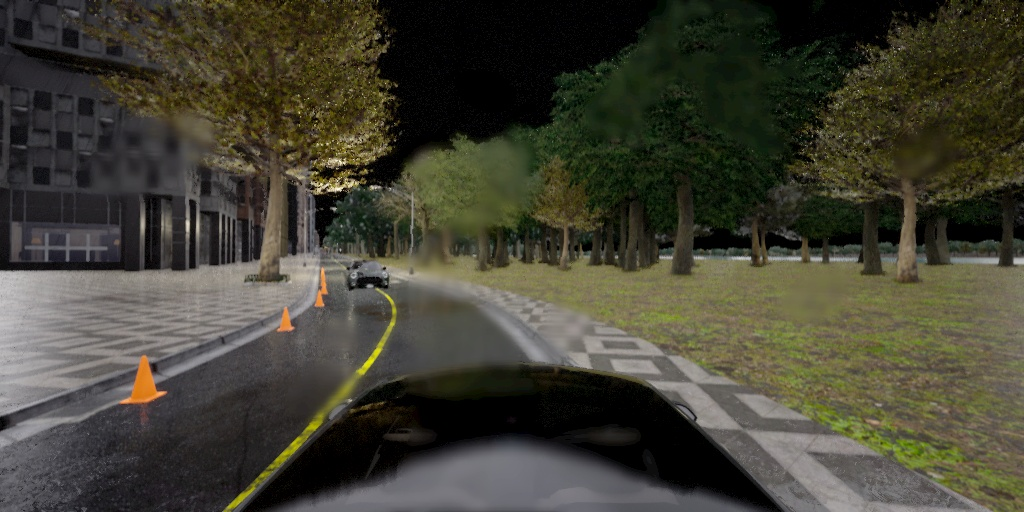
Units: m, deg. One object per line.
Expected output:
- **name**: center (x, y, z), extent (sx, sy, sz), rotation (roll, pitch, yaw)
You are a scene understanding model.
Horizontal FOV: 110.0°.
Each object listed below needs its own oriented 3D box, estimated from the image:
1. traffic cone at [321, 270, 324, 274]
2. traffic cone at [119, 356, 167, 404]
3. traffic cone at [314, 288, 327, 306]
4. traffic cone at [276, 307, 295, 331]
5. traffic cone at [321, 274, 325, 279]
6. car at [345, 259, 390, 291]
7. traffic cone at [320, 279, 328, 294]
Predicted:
- **traffic cone**: center (-14.254, 1.538, 27.059), extent (0.340, 0.580, 0.340), rotation (0, 0, -28)
- **traffic cone**: center (-5.126, 1.689, 4.996), extent (0.340, 0.580, 0.340), rotation (0, 0, -8)
- **traffic cone**: center (-7.509, 1.641, 13.981), extent (0.340, 0.580, 0.340), rotation (0, 0, -22)
- **traffic cone**: center (-6.033, 1.666, 9.564), extent (0.340, 0.580, 0.340), rotation (0, 0, -15)
- **traffic cone**: center (-11.902, 1.576, 22.646), extent (0.340, 0.580, 0.340), rotation (0, 0, -28)
- **car**: center (-8.565, 1.005, 21.045), extent (2.097, 1.767, 4.553), rotation (0, 0, -28)
- **traffic cone**: center (-9.550, 1.611, 18.233), extent (0.340, 0.580, 0.340), rotation (0, 0, -28)
